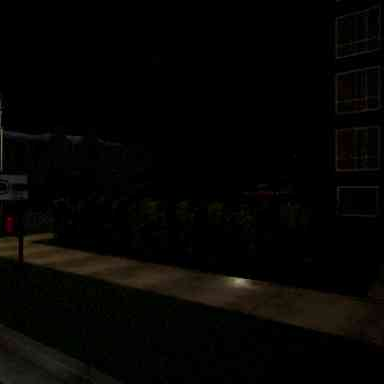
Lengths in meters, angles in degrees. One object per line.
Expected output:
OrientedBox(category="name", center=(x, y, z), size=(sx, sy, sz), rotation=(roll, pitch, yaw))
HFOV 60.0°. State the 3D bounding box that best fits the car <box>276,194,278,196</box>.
OrientedBox(category="car", center=(16.101, 1.198, 66.139), size=(2.150, 2.045, 5.566), rotation=(0, 0, 36))
